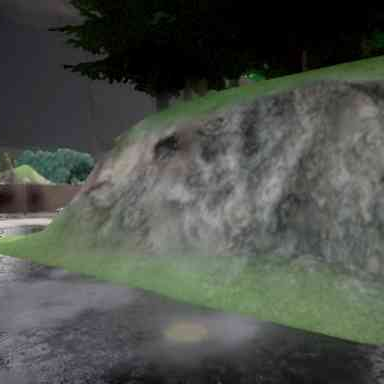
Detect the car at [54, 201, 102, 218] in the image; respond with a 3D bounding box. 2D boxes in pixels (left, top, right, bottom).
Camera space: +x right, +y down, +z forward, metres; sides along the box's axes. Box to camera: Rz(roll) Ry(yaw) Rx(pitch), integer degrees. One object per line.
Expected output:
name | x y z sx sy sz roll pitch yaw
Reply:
car | -10.704 1.641 31.622 1.812 1.442 4.674 0 0 36
